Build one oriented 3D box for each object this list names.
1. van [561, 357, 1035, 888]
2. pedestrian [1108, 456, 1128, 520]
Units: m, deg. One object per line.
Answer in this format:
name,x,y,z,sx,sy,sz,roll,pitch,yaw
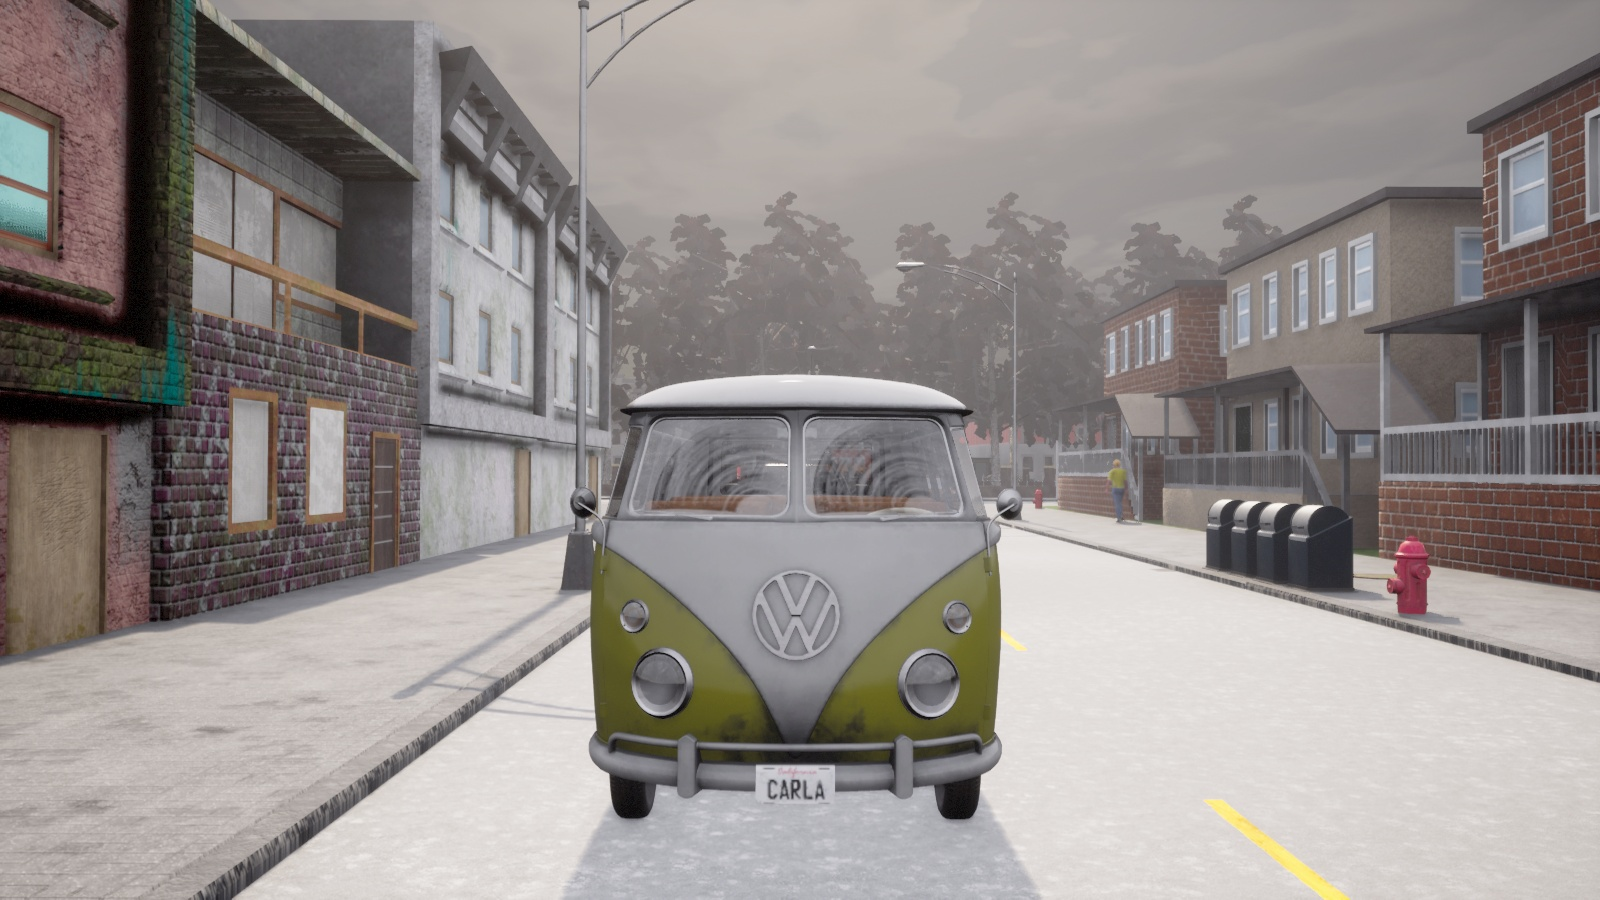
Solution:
van,-0.016,0.681,6.942,1.775,1.987,4.442,0,-1,0
pedestrian,9.182,1.083,36.251,0.354,1.836,0.706,0,-1,-2
